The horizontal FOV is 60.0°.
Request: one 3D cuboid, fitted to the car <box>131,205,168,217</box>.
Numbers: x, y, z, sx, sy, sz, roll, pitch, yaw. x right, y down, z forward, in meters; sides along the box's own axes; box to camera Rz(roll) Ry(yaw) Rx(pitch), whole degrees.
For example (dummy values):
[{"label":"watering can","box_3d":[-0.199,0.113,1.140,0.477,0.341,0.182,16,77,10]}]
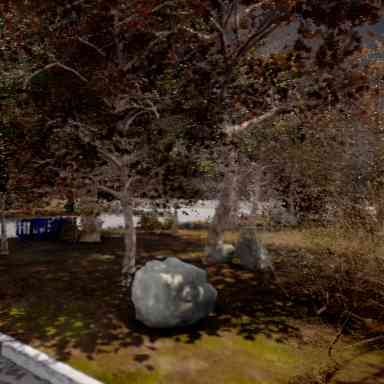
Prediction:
[{"label":"car","box_3d":[-4.529,2.053,36.617,1.895,1.301,4.718,3,1,35]}]
